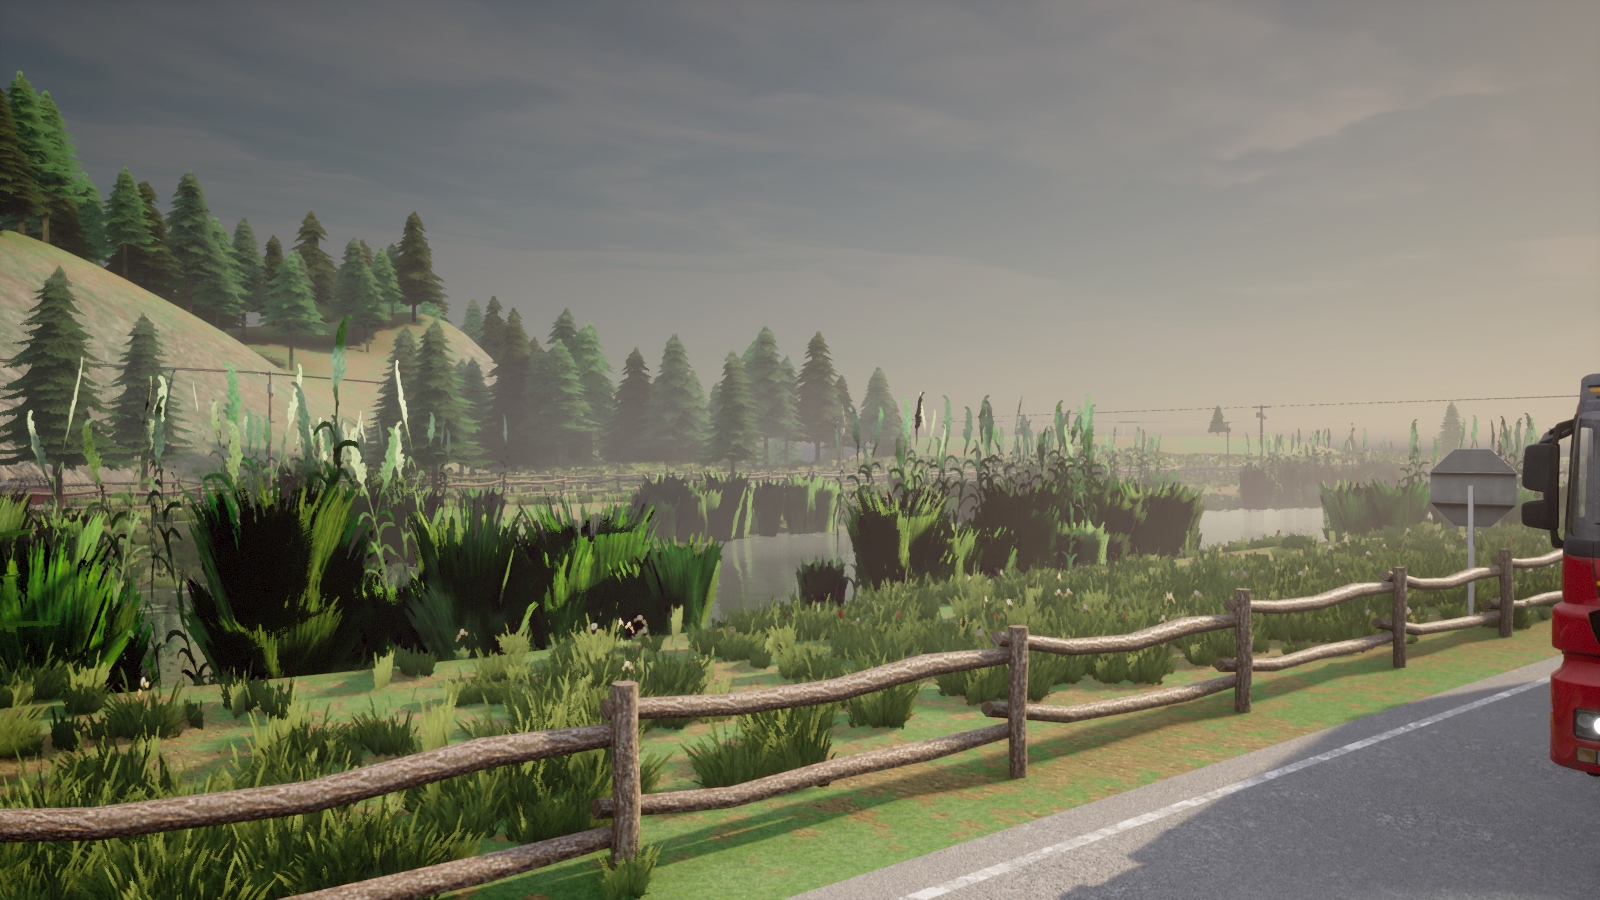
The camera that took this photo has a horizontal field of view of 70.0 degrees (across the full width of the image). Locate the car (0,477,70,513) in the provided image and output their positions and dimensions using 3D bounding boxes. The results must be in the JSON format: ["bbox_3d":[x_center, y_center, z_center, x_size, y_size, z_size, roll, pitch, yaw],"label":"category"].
[{"bbox_3d":[-35.631,2.026,52.003,1.789,1.549,3.705,0,0,42],"label":"car"}]

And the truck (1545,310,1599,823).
[{"bbox_3d":[9.576,0.862,10.972,2.891,3.827,8.468,0,0,41],"label":"truck"}]
